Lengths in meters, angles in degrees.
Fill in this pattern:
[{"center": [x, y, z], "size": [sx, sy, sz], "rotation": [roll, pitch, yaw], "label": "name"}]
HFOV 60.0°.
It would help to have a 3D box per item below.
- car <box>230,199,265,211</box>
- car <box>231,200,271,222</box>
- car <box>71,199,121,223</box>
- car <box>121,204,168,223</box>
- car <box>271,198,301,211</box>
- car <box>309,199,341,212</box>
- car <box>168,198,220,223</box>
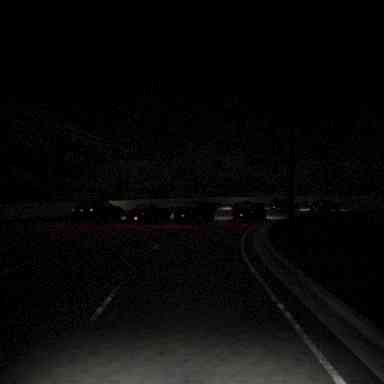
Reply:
[{"center": [6.925, 1.610, 41.152], "size": [1.895, 1.301, 4.718], "rotation": [0, 0, 45], "label": "car"}, {"center": [4.681, 1.532, 26.665], "size": [1.812, 1.442, 4.674], "rotation": [0, 0, 26], "label": "car"}, {"center": [-7.255, 1.359, 25.963], "size": [2.097, 1.767, 4.553], "rotation": [0, 0, 19], "label": "car"}, {"center": [-3.243, 1.607, 26.132], "size": [1.895, 1.301, 4.718], "rotation": [0, 0, 22], "label": "car"}, {"center": [11.407, 1.514, 40.475], "size": [4.892, 1.490, 1.837], "rotation": [0, 0, -42], "label": "car"}, {"center": [15.816, 1.534, 39.548], "size": [4.674, 1.442, 1.812], "rotation": [0, 0, -38], "label": "car"}, {"center": [0.313, 1.483, 25.494], "size": [1.882, 1.535, 5.008], "rotation": [0, 0, 22], "label": "car"}]
